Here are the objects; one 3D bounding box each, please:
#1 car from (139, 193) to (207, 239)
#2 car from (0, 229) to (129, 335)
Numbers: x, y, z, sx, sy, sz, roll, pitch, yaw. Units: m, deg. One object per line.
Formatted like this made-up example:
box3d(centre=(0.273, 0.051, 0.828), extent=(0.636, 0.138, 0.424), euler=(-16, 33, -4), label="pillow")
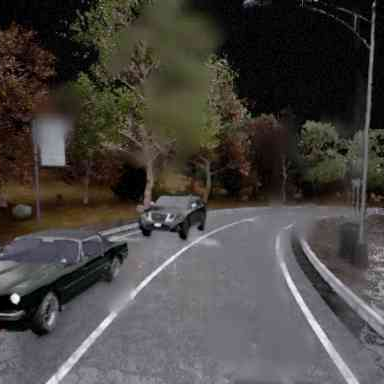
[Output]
box3d(centre=(-0.745, 1.079, 17.184), extent=(2.150, 2.045, 5.566), euler=(2, 1, 16), label="car")
box3d(centre=(-2.880, 1.518, 6.789), extent=(1.895, 1.301, 4.718), euler=(1, 1, 7), label="car")
